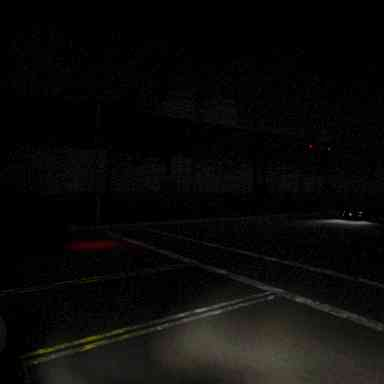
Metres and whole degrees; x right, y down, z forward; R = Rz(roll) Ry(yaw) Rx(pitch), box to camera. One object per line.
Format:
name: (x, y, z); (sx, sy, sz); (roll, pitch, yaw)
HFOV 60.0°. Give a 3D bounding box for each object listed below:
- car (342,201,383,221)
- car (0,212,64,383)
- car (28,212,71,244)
car: (14.163, 1.492, 26.998); (4.892, 1.490, 1.837); (0, 0, -36)
car: (-3.640, 1.221, 1.180); (5.566, 2.045, 2.150); (0, 0, -35)
car: (-6.936, 1.505, 11.942); (4.892, 1.490, 1.837); (0, 0, -36)
